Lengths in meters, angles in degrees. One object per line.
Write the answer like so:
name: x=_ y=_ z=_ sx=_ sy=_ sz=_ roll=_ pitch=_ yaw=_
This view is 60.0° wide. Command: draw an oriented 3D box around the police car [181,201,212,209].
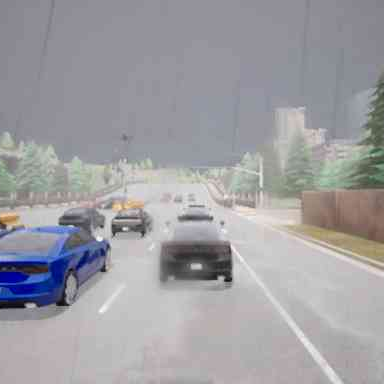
police car: x=0.343 y=1.666 z=21.956 sx=1.930 sy=1.638 sz=5.238 roll=0 pitch=-1 yaw=3

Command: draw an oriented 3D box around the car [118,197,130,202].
car: x=-14.006 y=2.183 z=64.476 sx=1.882 sy=1.535 sz=5.008 roll=0 pitch=-1 yaw=1

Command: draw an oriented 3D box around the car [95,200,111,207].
car: x=-17.487 y=2.283 z=65.739 sx=1.994 sy=1.385 sz=4.181 roll=0 pitch=-1 yaw=0

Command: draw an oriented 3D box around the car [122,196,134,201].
car: x=-14.022 y=2.258 z=73.917 sx=1.882 sy=1.535 sz=5.008 roll=0 pitch=-1 yaw=0

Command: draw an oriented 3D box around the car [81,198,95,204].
car: x=-17.557 y=1.978 z=57.206 sx=2.097 sy=1.767 sz=4.553 roll=0 pitch=-1 yaw=0

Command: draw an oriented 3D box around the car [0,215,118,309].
car: x=-3.400 y=1.568 z=8.196 sx=1.882 sy=1.535 sz=5.008 roll=0 pitch=0 yaw=0

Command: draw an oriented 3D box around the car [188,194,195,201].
car: x=-0.104 y=1.911 z=89.497 sx=1.895 sy=1.301 sz=4.718 roll=0 pitch=4 yaw=0

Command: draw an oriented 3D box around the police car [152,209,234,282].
police car: x=0.103 y=1.538 z=10.224 sx=1.930 sy=1.638 sz=5.238 roll=0 pitch=-1 yaw=0

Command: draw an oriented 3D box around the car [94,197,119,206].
car: x=-14.046 y=2.094 z=55.017 sx=2.128 sy=1.511 sz=4.902 roll=0 pitch=-1 yaw=-1

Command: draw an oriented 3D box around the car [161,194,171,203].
car: x=-7.089 y=2.020 z=86.714 sx=1.994 sy=1.385 sz=4.181 roll=0 pitch=4 yaw=0

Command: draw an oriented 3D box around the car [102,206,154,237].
car: x=-3.395 y=1.706 z=19.474 sx=2.128 sy=1.511 sz=4.902 roll=0 pitch=-1 yaw=0

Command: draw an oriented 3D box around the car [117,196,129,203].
car: x=-17.582 y=1.890 z=85.207 sx=2.097 sy=1.767 sz=4.553 roll=0 pitch=2 yaw=0

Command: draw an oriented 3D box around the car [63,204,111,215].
car: x=-6.896 y=1.739 z=21.264 sx=1.837 sy=1.490 sz=4.892 roll=0 pitch=-1 yaw=0

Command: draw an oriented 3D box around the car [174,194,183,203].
car: x=-3.587 y=1.848 z=86.291 sx=2.097 sy=1.767 sz=4.553 roll=0 pitch=3 yaw=0

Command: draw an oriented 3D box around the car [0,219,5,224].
car: x=-6.898 y=1.467 z=10.471 sx=2.097 sy=1.767 sz=4.553 roll=0 pitch=-1 yaw=0
